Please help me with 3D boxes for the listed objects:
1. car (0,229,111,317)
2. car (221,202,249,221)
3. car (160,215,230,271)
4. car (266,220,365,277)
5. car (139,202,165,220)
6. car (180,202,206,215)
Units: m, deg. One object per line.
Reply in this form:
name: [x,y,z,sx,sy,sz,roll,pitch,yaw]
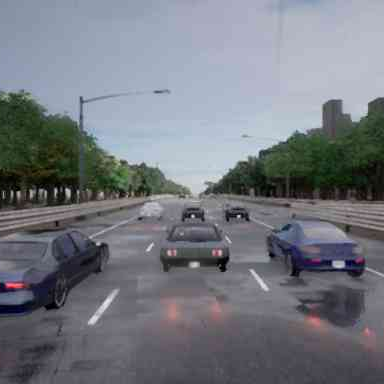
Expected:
car: [-3.437,1.587,7.846,2.033,1.411,5.357,0,0,0]
car: [3.586,1.598,27.841,1.837,1.490,4.892,0,0,0]
car: [0.079,1.656,11.057,1.895,1.301,4.718,0,0,0]
car: [3.570,1.577,10.283,1.812,1.442,4.674,0,0,1]
car: [-3.412,1.619,28.781,1.812,1.442,4.674,0,0,0]
car: [0.087,1.598,27.927,1.837,1.490,4.892,0,0,0]
